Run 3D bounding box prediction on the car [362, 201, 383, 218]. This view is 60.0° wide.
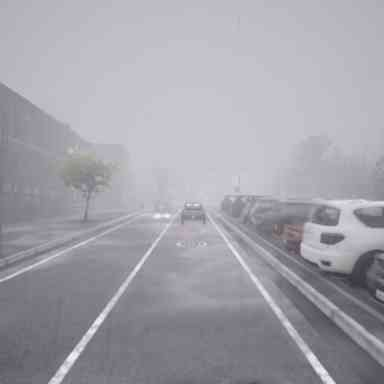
[{"bbox_3d":[18.675,1.606,30.864,4.674,1.452,2.002,0,0,0],"label":"car"}]

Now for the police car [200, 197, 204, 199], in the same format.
[{"bbox_3d":[0.096,1.723,43.415,2.038,1.542,4.974,0,-1,0],"label":"police car"}]

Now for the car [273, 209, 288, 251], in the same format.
[{"bbox_3d":[5.600,1.494,11.238,5.008,1.535,2.097,0,0,0],"label":"car"}]

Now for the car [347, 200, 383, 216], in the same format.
[{"bbox_3d":[18.679,1.584,33.651,5.008,1.535,2.097,0,-1,0],"label":"car"}]

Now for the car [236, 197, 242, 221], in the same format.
[{"bbox_3d":[5.562,1.400,22.453,4.553,1.767,2.185,0,0,0],"label":"car"}]

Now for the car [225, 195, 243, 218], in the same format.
[{"bbox_3d":[5.621,1.286,25.255,5.566,2.045,2.435,0,0,0],"label":"car"}]

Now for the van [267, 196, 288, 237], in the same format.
[{"bbox_3d":[5.718,1.276,14.043,4.442,1.987,1.878,0,0,0],"label":"van"}]

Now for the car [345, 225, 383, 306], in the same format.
[{"bbox_3d":[5.609,1.479,5.627,4.892,1.521,2.231,0,0,0],"label":"car"}]

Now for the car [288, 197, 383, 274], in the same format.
[{"bbox_3d":[5.637,1.235,8.435,5.566,2.045,2.435,0,0,0],"label":"car"}]

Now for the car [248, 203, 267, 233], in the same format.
[{"bbox_3d":[5.593,1.511,16.845,4.892,1.521,2.231,0,0,0],"label":"car"}]

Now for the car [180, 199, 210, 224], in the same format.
[{"bbox_3d":[0.099,1.565,25.726,2.128,1.511,4.902,0,0,0],"label":"car"}]

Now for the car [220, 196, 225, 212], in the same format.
[{"bbox_3d":[5.623,1.334,33.665,5.566,2.045,2.435,0,0,0],"label":"car"}]

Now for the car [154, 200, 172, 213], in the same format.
[{"bbox_3d":[-3.343,1.657,39.193,2.128,1.511,4.902,0,-1,0],"label":"car"}]

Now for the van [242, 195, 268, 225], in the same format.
[{"bbox_3d":[5.480,1.292,19.649,4.442,1.987,1.878,0,0,0],"label":"van"}]
